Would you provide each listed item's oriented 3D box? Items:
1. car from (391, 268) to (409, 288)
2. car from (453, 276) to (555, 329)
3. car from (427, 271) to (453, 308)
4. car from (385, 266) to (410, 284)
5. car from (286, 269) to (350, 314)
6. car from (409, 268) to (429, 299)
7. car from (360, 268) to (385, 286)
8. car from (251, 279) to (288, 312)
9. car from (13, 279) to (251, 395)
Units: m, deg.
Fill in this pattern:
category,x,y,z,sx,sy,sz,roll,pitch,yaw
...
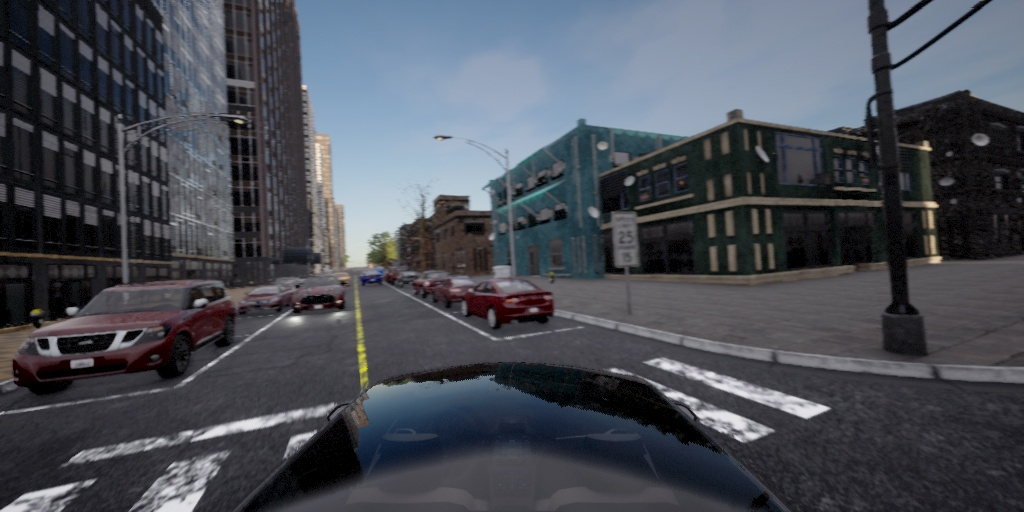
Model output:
category,x,y,z,sx,sy,sz,roll,pitch,yaw
car,-9.204,2.042,31.794,2.007,1.370,4.403,0,0,-24
car,-0.295,1.357,11.487,1.888,1.381,4.507,0,0,-24
car,-2.522,1.565,16.563,1.802,1.307,4.207,0,0,-24
car,-11.431,1.974,36.871,2.192,1.841,5.009,0,0,-24
car,-9.400,1.713,17.746,2.097,1.767,4.553,-3,-1,-24
car,-4.750,1.593,21.641,1.967,1.591,4.097,0,0,-24
car,-15.066,2.344,38.497,1.882,1.535,5.008,-3,-1,-23
car,-12.412,2.109,18.267,1.802,1.307,4.207,0,0,-24
car,-7.957,1.501,8.113,2.192,1.841,5.009,0,0,-24
